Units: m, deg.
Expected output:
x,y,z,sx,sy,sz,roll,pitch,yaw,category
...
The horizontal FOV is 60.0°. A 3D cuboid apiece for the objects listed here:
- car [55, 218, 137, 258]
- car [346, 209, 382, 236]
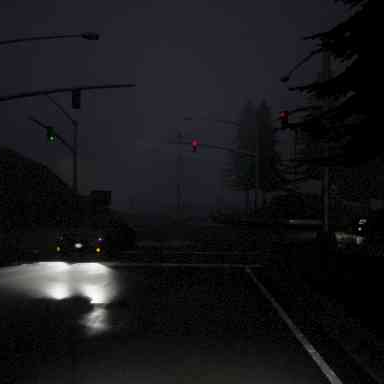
x,y,z,sx,sy,sz,roll,pitch,yaw,category
-3.594,1.712,13.148,1.994,1.385,4.181,0,-3,7,car
12.383,1.851,21.292,4.553,1.767,2.097,0,-1,0,car
